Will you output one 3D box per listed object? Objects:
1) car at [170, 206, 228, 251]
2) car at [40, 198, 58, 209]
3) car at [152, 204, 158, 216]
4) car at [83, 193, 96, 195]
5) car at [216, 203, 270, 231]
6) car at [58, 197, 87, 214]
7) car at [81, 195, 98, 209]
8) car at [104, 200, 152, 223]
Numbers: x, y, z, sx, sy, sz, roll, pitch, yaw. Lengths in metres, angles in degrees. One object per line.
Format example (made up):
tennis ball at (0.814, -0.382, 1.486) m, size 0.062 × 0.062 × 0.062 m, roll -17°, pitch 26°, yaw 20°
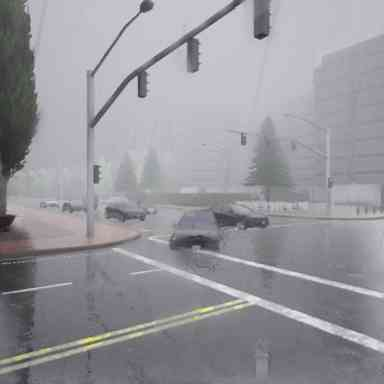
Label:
car at (0.288, 1.561, 14.395) m, size 2.033 × 1.411 × 5.357 m, roll 0°, pitch 0°, yaw 3°
car at (-19.896, 1.541, 46.479) m, size 1.812 × 1.442 × 4.674 m, roll 0°, pitch 0°, yaw -35°
car at (-5.027, 1.514, 31.707) m, size 2.128 × 1.511 × 4.902 m, roll 0°, pitch 0°, yaw -36°
car at (-20.340, 1.244, 65.424) m, size 2.150 × 2.045 × 5.566 m, roll 0°, pitch -1°, yaw -36°
car at (2.637, 1.500, 21.105) m, size 1.882 × 1.535 × 5.008 m, roll 0°, pitch 0°, yaw -36°
car at (-12.927, 1.541, 36.725) m, size 1.812 × 1.442 × 4.674 m, roll 0°, pitch 0°, yaw -36°
car at (-14.147, 1.527, 44.446) m, size 1.837 × 1.490 × 4.892 m, roll 0°, pitch 0°, yaw -36°
car at (-5.315, 1.522, 26.112) m, size 1.837 × 1.490 × 4.892 m, roll 0°, pitch 0°, yaw -36°
